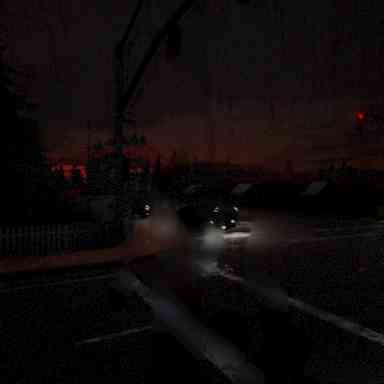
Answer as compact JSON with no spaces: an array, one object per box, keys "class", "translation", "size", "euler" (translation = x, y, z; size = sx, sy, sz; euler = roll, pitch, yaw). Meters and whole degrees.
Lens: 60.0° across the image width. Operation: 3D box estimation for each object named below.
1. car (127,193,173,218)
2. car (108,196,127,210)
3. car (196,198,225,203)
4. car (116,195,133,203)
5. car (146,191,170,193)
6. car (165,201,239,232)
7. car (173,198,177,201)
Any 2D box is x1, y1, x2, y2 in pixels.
[{"class":"car","translation":[-3.713,1.229,28.525],"size":[2.097,1.767,4.553],"euler":[0,0,-27]},{"class":"car","translation":[-7.753,1.420,36.551],"size":[1.895,1.301,4.718],"euler":[0,0,-27]},{"class":"car","translation":[1.672,1.262,25.608],"size":[2.097,1.767,4.553],"euler":[0,0,-27]},{"class":"car","translation":[-12.686,1.221,62.129],"size":[1.994,1.385,4.181],"euler":[0,0,-27]},{"class":"car","translation":[-5.216,0.939,55.295],"size":[2.150,2.045,5.566],"euler":[0,0,-27]},{"class":"car","translation":[0.506,1.485,20.143],"size":[2.033,1.411,5.357],"euler":[0,0,-27]},{"class":"car","translation":[-2.410,1.342,33.718],"size":[2.128,1.511,4.902],"euler":[0,0,-27]}]
